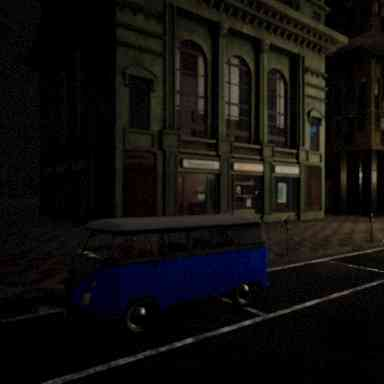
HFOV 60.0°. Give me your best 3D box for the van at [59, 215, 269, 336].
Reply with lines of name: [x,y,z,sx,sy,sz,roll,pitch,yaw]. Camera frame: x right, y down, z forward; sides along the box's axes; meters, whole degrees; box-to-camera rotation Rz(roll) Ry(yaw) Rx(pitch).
van: [-0.309,1.366,6.437,3.998,1.788,1.690,1,0,-36]
